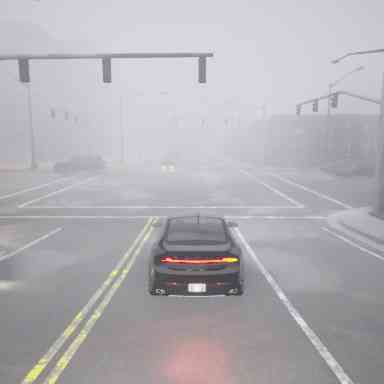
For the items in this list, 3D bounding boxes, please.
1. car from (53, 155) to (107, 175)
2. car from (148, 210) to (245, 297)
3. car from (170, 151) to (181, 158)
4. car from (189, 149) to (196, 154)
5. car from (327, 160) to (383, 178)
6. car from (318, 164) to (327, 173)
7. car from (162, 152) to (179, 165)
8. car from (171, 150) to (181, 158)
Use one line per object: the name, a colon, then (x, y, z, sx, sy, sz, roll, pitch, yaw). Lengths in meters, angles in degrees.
car: (-12.202, -3.013, 36.356, 5.566, 2.045, 2.150, 0, 9, 0)
car: (0.081, 1.201, 8.008, 1.837, 1.490, 4.892, 0, 4, 0)
car: (-3.501, -6.645, 60.803, 2.097, 1.767, 4.553, 0, 9, 0)
car: (0.099, -10.981, 90.297, 1.994, 1.385, 4.181, 0, 9, 0)
car: (16.679, -2.146, 32.825, 5.357, 1.411, 2.033, 0, 9, 2)
car: (16.315, -2.733, 36.275, 4.902, 1.511, 2.128, 0, 9, 0)
car: (-3.541, -4.888, 50.673, 2.033, 1.411, 5.357, 0, 9, 0)
car: (-3.422, -8.083, 70.980, 1.882, 1.535, 5.008, 0, 9, 0)
